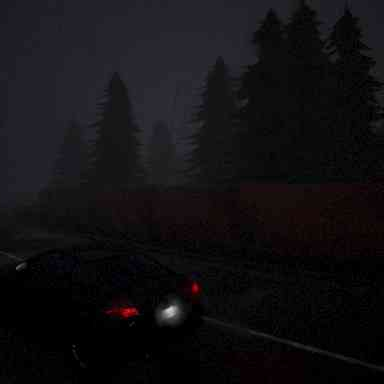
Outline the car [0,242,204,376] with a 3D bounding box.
[{"bbox_3d":[-1.850,1.568,5.682,4.181,1.385,1.994,0,0,39],"label":"car"}]
